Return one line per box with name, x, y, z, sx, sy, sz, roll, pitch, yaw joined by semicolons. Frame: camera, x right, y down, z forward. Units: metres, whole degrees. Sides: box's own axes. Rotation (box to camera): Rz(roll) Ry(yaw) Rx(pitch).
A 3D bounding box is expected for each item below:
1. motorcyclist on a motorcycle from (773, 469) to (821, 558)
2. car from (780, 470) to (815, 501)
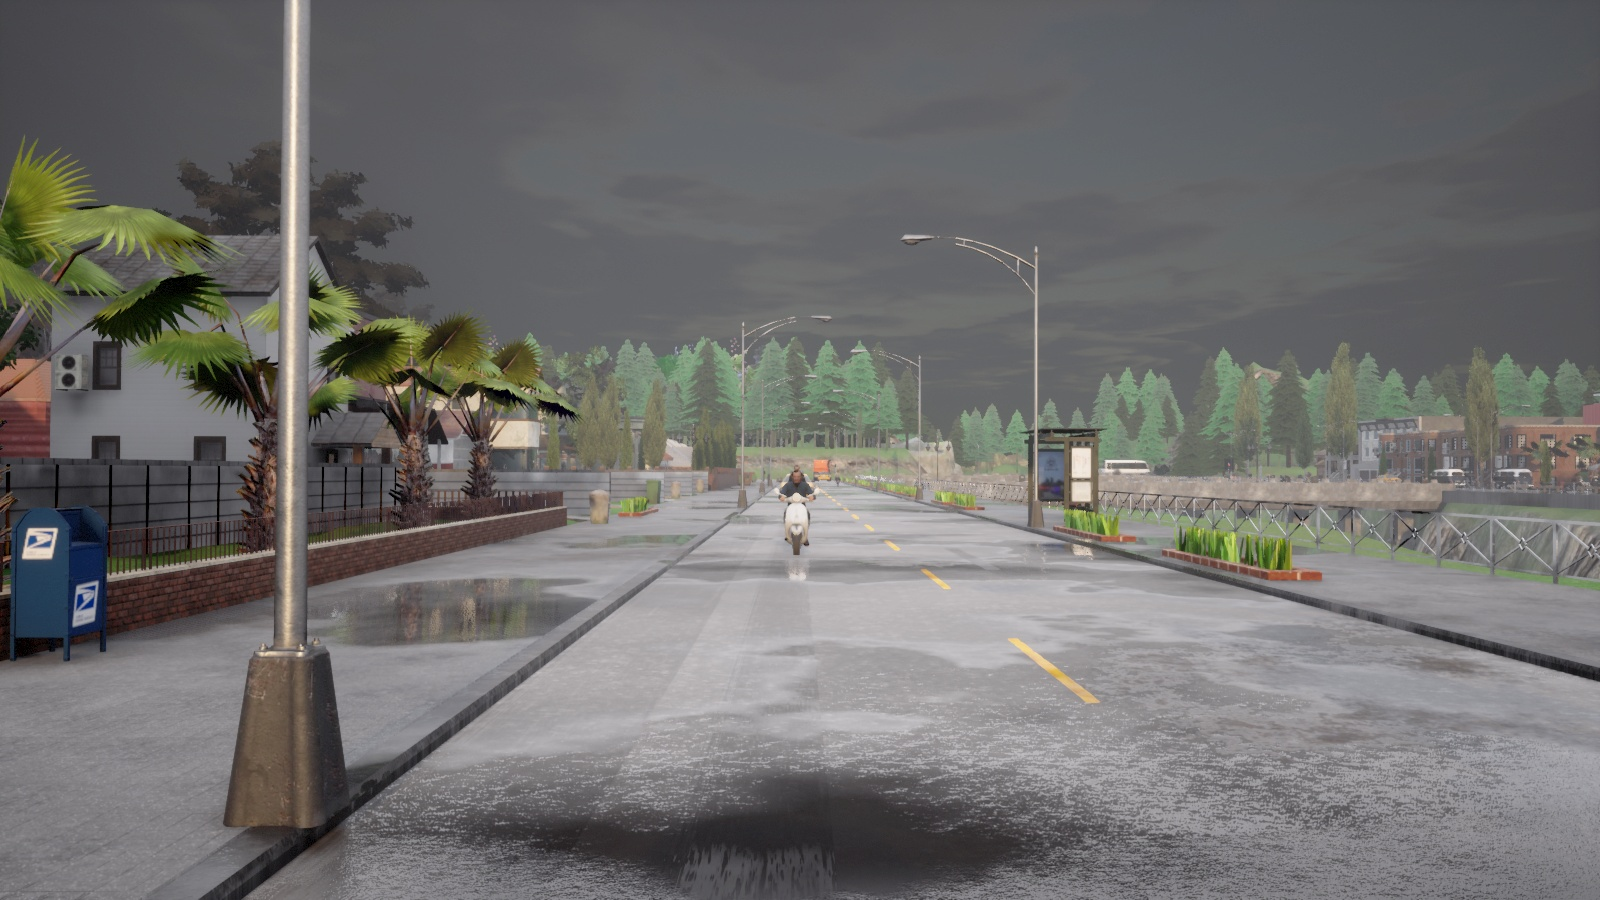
motorcyclist on a motorcycle;-0.054;1.164;23.613;0.866;1.590;1.817;0;-1;0
car;-0.152;1.878;67.123;1.801;1.575;5.366;0;-1;0
